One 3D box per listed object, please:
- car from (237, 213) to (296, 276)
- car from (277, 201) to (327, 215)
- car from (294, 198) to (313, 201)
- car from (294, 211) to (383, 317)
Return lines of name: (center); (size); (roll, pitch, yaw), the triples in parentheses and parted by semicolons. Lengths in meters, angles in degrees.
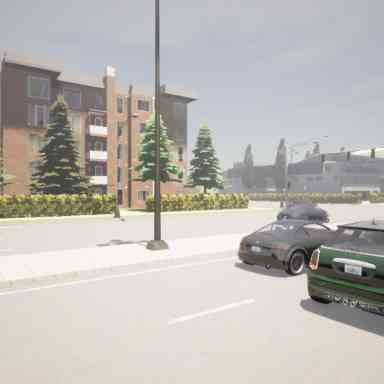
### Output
car: (3.425, 1.564, 10.467); (4.181, 1.385, 1.994); (0, 0, -36)
car: (7.952, 1.564, 23.823); (4.181, 1.385, 1.994); (0, 0, -36)
car: (15.465, 1.564, 47.020); (1.994, 1.385, 4.181); (0, 0, -43)
car: (4.486, 1.352, 6.933); (4.553, 1.767, 2.097); (0, 0, -36)
